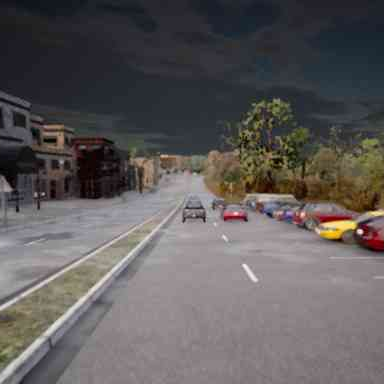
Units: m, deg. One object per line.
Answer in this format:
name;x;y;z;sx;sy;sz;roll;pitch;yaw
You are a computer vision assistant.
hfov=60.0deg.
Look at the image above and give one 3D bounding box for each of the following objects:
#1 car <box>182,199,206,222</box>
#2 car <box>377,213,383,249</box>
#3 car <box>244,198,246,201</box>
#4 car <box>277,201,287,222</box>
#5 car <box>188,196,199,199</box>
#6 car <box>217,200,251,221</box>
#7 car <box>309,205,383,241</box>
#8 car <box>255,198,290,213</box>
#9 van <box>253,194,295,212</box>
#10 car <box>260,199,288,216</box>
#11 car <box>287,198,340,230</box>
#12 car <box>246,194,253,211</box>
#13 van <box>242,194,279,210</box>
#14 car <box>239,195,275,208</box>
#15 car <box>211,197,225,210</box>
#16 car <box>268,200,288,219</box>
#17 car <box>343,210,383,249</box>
car;0.174;1.582;27.619;2.128;1.511;4.902;0;0;0
car;8.827;1.554;10.182;4.892;1.521;2.231;0;0;0
car;8.926;1.500;40.487;4.892;1.521;2.231;0;1;0
car;8.869;1.622;23.958;4.674;1.452;2.002;0;0;0
car;0.247;1.335;43.485;2.097;1.767;4.553;0;1;0
car;3.425;1.654;27.992;1.994;1.385;4.181;0;0;0
car;8.656;1.572;15.694;5.366;1.575;1.946;0;0;0
car;8.931;1.586;32.222;4.792;1.488;2.163;0;0;0
van;9.028;1.316;34.973;4.442;1.987;1.878;0;0;0
car;8.862;1.600;29.470;4.792;1.488;2.163;0;0;0
car;8.831;1.460;21.197;4.553;1.767;2.185;0;0;0
car;8.891;1.397;37.859;4.553;1.767;2.185;0;1;0
van;8.826;1.246;43.243;4.442;1.987;1.878;0;1;0
car;8.982;1.311;45.996;4.553;1.767;2.185;0;1;0
car;3.496;1.488;43.350;1.837;1.490;4.892;0;0;0
car;8.884;1.617;26.712;4.674;1.452;2.002;0;0;0
car;8.860;1.597;12.933;4.792;1.488;2.163;0;0;0
